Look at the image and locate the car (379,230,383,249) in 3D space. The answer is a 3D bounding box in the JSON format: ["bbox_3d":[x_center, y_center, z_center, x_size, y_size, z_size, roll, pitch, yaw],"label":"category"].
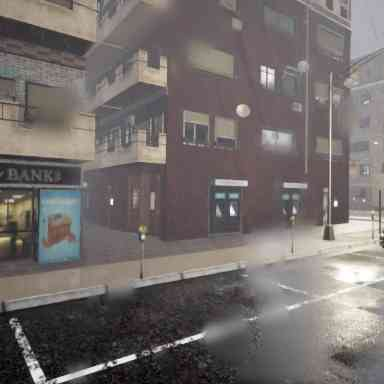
[{"bbox_3d":[9.086,1.554,13.120,4.403,1.369,2.008,0,1,-35],"label":"car"}]
